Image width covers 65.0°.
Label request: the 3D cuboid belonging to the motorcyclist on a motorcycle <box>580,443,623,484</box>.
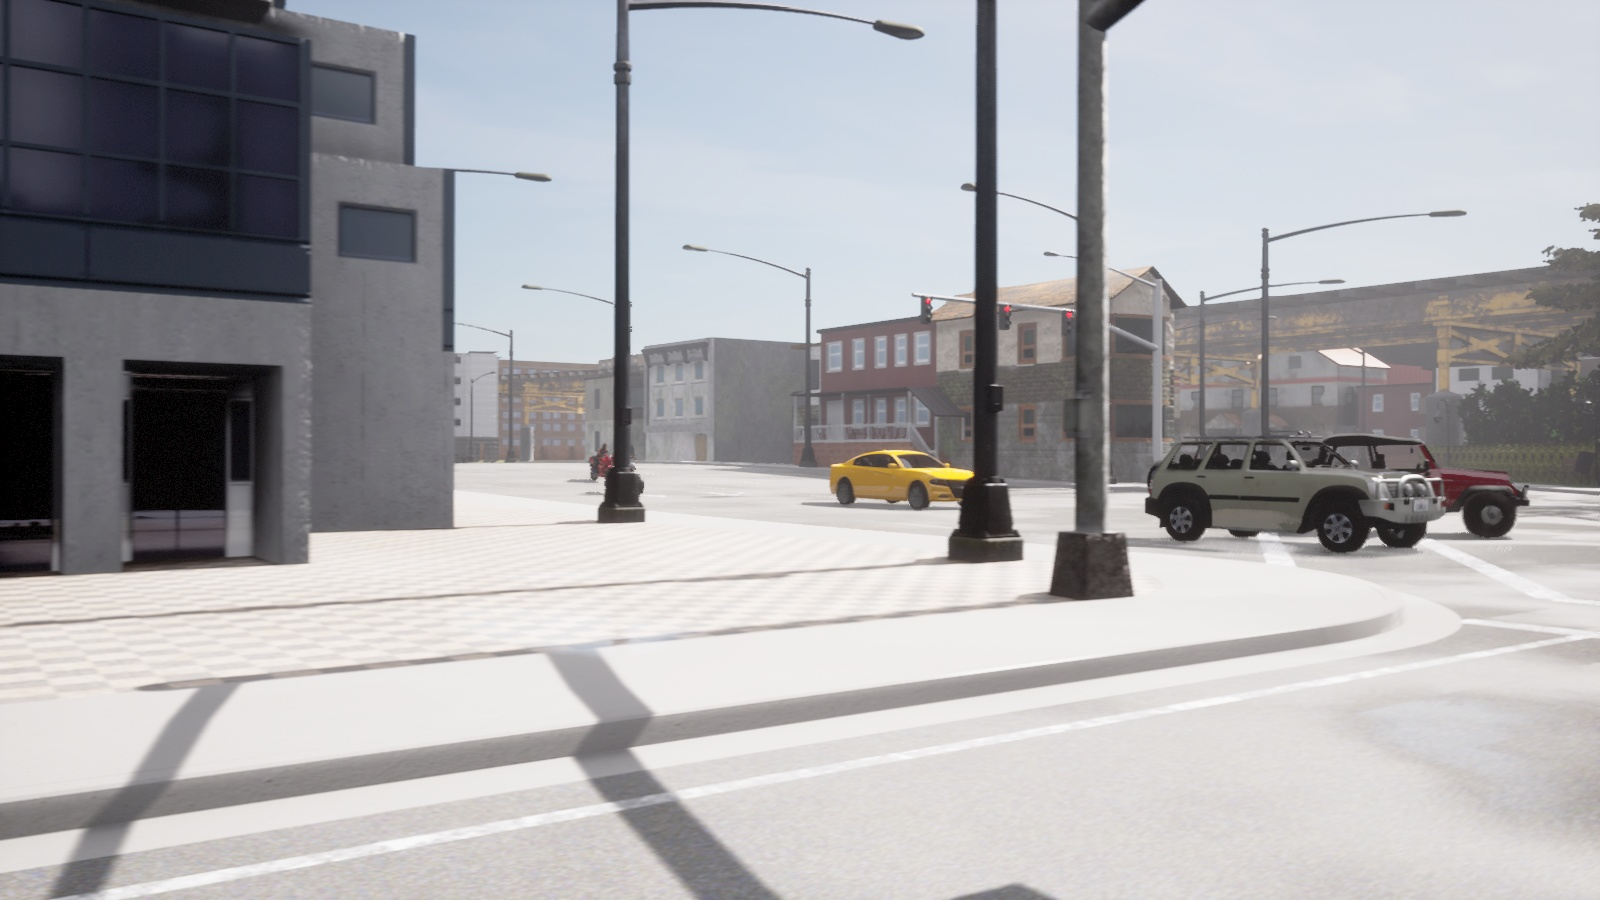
[{"bbox_3d":[-7.658,0.516,48.476,0.797,1.523,2.044,0,1,-35],"label":"motorcyclist on a motorcycle"}]

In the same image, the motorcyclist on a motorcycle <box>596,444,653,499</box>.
[{"bbox_3d":[-5.534,0.638,39.417,0.766,1.649,2.350,0,1,-35],"label":"motorcyclist on a motorcycle"}]

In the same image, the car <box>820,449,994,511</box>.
[{"bbox_3d":[2.768,0.737,33.744,1.882,1.535,5.008,0,0,-35],"label":"car"}]

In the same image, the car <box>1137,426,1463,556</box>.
[{"bbox_3d":[7.937,0.594,20.383,1.932,1.855,4.605,0,0,-35],"label":"car"}]

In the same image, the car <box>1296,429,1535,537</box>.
[{"bbox_3d":[11.473,0.572,23.539,3.866,1.878,1.905,0,0,27],"label":"car"}]
